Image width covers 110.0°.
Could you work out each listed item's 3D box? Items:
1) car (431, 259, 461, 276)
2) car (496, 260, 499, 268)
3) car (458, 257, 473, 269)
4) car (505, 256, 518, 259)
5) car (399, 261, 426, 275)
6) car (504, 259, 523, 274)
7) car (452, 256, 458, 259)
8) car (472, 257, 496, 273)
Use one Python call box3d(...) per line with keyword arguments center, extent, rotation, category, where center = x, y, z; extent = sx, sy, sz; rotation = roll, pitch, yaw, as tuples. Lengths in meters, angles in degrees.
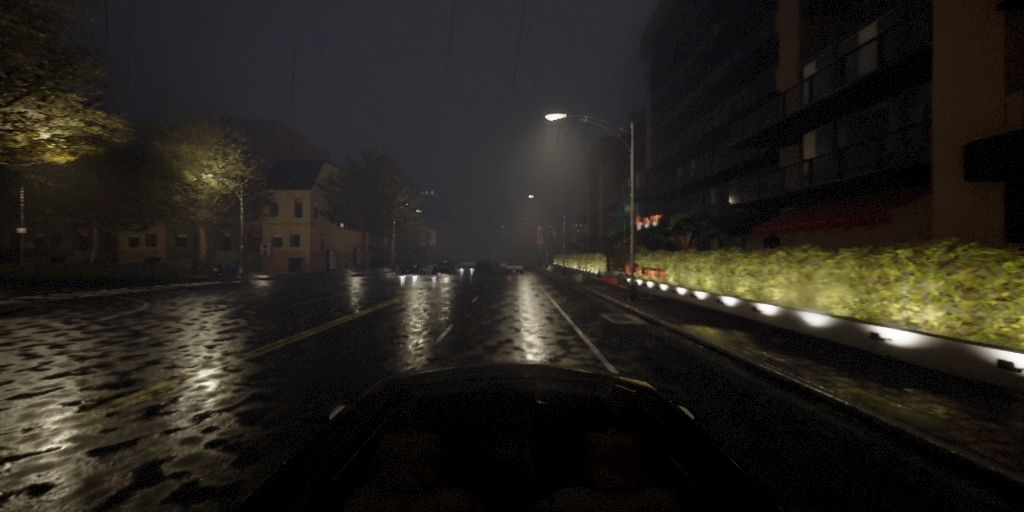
box3d(center=(-6.944, 1.266, 37.023), extent=(2.033, 1.411, 5.357), rotation=(0, 0, 0), category="car")
box3d(center=(-3.148, 1.291, 59.172), extent=(1.994, 1.385, 4.181), rotation=(0, 0, 0), category="car")
box3d(center=(-6.811, 1.241, 55.797), extent=(1.812, 1.442, 4.674), rotation=(0, 0, 1), category="car")
box3d(center=(0.337, 1.231, 57.610), extent=(2.128, 1.511, 4.902), rotation=(0, 0, 0), category="car")
box3d(center=(-10.431, 1.270, 37.921), extent=(1.994, 1.385, 4.181), rotation=(0, 0, 0), category="car")
box3d(center=(0.255, 1.344, 40.676), extent=(1.895, 1.301, 4.718), rotation=(0, 0, 0), category="car")
box3d(center=(-10.298, 1.208, 57.018), extent=(1.837, 1.490, 4.892), rotation=(0, 0, 1), category="car")
box3d(center=(-3.226, 1.208, 42.288), extent=(1.882, 1.535, 5.008), rotation=(0, 0, 0), category="car")
